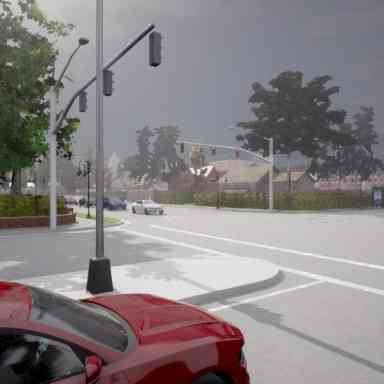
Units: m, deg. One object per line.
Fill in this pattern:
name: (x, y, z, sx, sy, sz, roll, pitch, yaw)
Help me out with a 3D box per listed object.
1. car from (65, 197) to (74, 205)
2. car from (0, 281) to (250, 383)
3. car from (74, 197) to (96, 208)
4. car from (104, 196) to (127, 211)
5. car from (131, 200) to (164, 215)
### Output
car: (-21.085, 1.564, 57.063, 1.994, 1.385, 4.181, 0, 0, -34)
car: (-1.737, 1.478, 2.530, 5.008, 1.535, 1.882, 0, 0, -35)
car: (-15.284, 1.505, 49.002, 1.837, 1.490, 4.892, 0, 0, -36)
car: (-9.888, 1.352, 41.550, 2.097, 1.767, 4.553, 0, 0, -36)
car: (-4.678, 1.526, 34.349, 1.812, 1.442, 4.674, 0, 0, -35)
